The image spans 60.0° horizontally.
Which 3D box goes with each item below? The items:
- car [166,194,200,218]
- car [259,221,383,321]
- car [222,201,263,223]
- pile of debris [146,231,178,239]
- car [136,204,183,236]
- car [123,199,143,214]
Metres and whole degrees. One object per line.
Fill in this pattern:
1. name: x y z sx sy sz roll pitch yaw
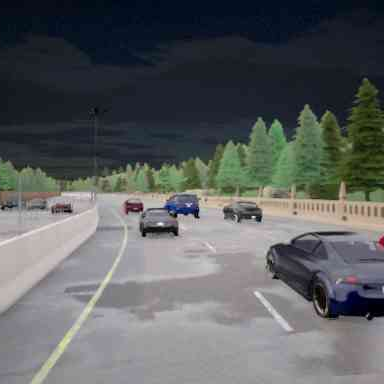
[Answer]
1. car: -0.950 1.227 29.556 2.150 2.045 5.566 0 0 -15
2. car: 3.098 1.552 7.387 1.994 1.385 4.181 0 0 -4
3. car: 3.717 1.491 25.378 1.837 1.490 4.892 0 0 -13
4. pile of debris: -1.572 2.183 17.001 1.500 0.140 1.860 0 0 -10
5. car: -1.940 1.569 18.572 1.994 1.385 4.181 0 0 -11
6. car: -6.315 1.505 35.681 1.882 1.535 5.008 0 0 -16
